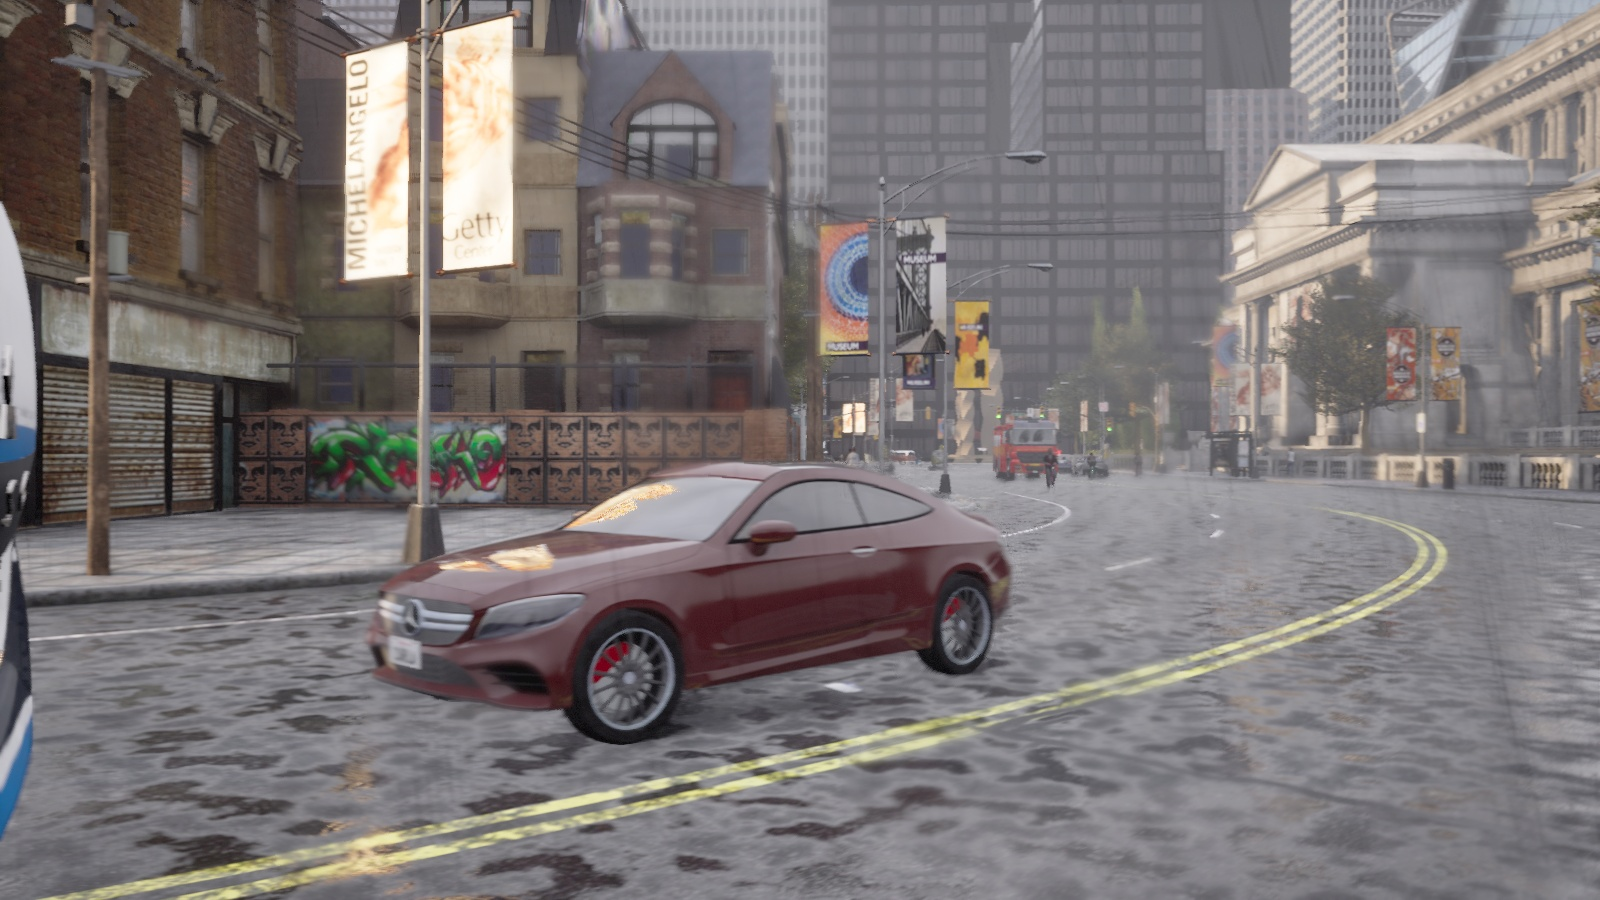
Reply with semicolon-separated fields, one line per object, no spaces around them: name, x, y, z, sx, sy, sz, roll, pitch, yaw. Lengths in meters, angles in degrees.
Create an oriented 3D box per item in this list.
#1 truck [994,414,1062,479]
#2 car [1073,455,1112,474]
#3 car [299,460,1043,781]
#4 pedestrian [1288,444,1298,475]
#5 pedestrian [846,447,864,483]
truck;14.238;-0.198;78.944;2.891;3.827;8.468;0;0;1
car;21.617;1.056;92.886;1.994;1.385;4.181;0;0;2
car;-0.523;0.799;8.064;1.812;1.442;4.674;0;0;44
pedestrian;29.293;0.569;74.648;0.354;1.836;0.706;0;0;4
pedestrian;2.861;0.759;65.060;0.874;1.855;0.900;0;0;7
